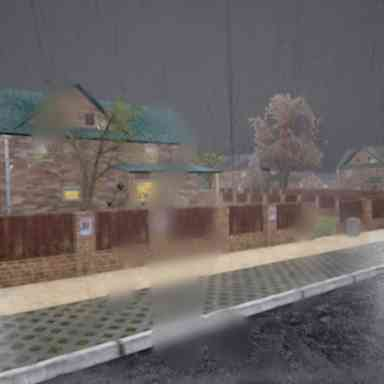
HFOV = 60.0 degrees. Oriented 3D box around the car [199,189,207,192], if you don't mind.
[{"bbox_3d":[1.420,0.254,55.710,2.128,1.511,4.902,-2,2,-35],"label":"car"}]
